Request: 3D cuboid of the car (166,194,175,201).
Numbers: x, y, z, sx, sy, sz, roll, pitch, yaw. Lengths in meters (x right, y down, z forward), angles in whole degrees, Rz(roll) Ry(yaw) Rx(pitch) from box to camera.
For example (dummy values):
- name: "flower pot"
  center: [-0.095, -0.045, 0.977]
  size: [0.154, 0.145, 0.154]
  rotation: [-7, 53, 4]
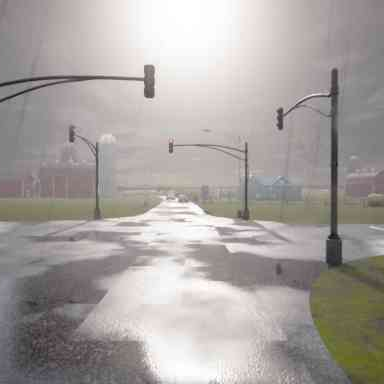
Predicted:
- name: "car"
  center: [-4.735, 1.182, 73.929]
  size: [1.812, 1.442, 4.674]
  rotation: [0, 0, -3]

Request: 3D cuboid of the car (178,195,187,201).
- name: "car"
  center: [-2.361, 1.463, 79.914]
  size: [1.837, 1.490, 4.892]
  rotation: [0, 0, -4]

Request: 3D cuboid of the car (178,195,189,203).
- name: "car"
  center: [-1.747, 1.623, 69.930]
  size: [1.895, 1.301, 4.718]
  rotation: [0, 0, -3]
